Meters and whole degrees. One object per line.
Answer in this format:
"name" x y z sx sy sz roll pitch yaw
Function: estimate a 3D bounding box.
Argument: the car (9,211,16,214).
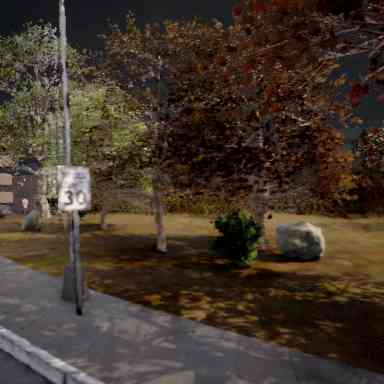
"car" -26.220 3.296 46.220 1.812 1.442 4.674 -4 -5 5
